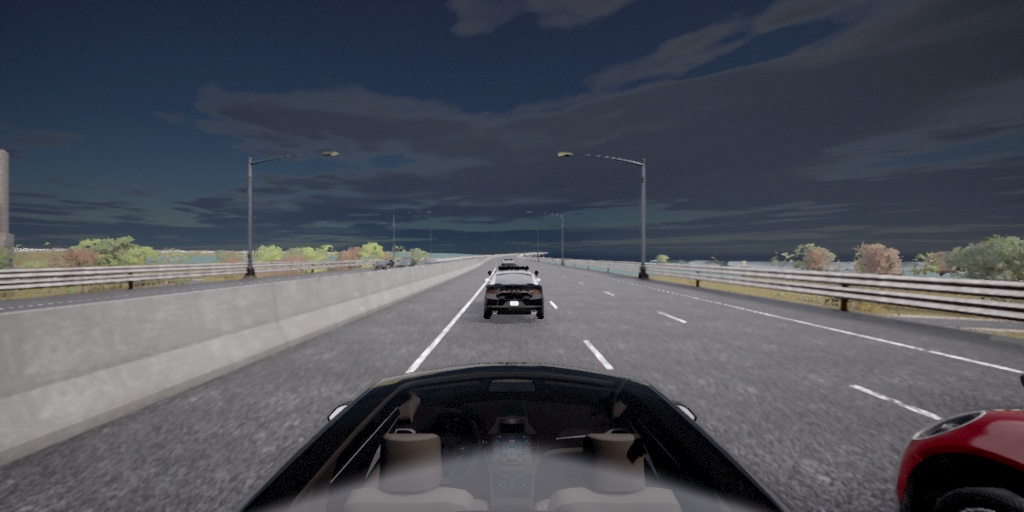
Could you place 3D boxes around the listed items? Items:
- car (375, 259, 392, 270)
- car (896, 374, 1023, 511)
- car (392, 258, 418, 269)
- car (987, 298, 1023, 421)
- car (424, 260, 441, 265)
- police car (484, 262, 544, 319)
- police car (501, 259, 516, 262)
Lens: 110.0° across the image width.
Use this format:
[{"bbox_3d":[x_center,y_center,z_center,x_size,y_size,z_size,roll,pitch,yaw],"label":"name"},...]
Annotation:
[{"bbox_3d":[-18.249,1.235,51.761,1.837,1.490,4.892,0,0,-1],"label":"car"},{"bbox_3d":[3.591,1.100,0.441,2.097,1.767,4.553,0,0,0],"label":"car"},{"bbox_3d":[-14.726,1.080,50.279,2.097,1.767,4.553,0,0,-1],"label":"car"},{"bbox_3d":[7.092,1.274,2.329,1.812,1.442,4.674,0,0,0],"label":"car"},{"bbox_3d":[-11.235,1.292,50.903,1.994,1.385,4.181,0,0,-1],"label":"car"},{"bbox_3d":[0.050,1.172,13.010,1.930,1.638,5.238,0,0,0],"label":"police car"},{"bbox_3d":[-0.429,1.157,43.945,1.930,1.638,5.238,0,0,-1],"label":"police car"}]
